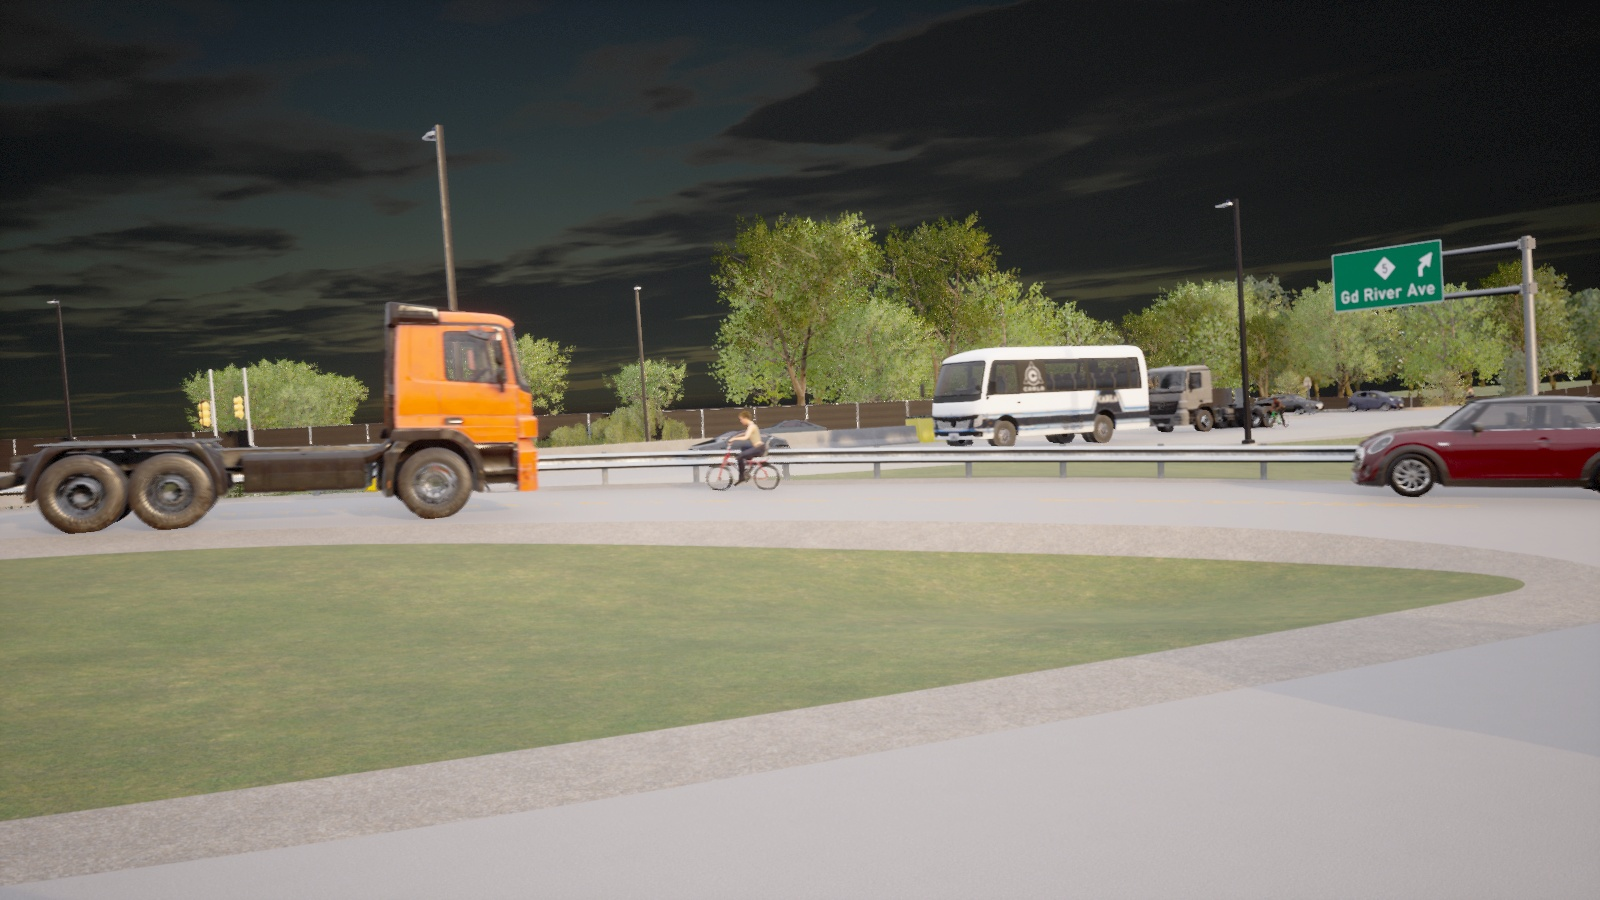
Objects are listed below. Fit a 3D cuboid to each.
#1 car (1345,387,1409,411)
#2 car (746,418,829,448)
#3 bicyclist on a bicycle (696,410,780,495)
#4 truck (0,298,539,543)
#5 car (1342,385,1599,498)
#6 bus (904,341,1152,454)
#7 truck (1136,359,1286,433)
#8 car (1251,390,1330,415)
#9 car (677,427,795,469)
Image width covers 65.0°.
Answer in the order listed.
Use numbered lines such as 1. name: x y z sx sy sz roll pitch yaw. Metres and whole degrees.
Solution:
1. car: 40.721 -3.594 88.606 1.845 1.501 3.633 -4 2 -33
2. car: -0.706 -0.940 67.997 4.181 1.385 1.994 -3 2 -10
3. bicyclist on a bicycle: -1.226 0.034 25.124 1.509 1.612 0.866 -1 4 6
4. truck: -8.536 -0.554 20.443 7.936 3.462 2.891 -2 2 -22
5. car: 11.861 -0.177 21.621 4.553 1.767 2.097 0 4 20
6. bus: 9.839 -2.282 53.495 10.273 4.253 3.944 -4 2 -33
7. truck: 21.325 -2.829 65.032 7.936 3.462 2.891 -4 2 -33
8. car: 35.313 -3.423 90.478 2.128 1.511 4.902 -5 2 -33
9. car: -2.521 -0.084 49.709 4.181 1.385 1.994 -4 2 -33
